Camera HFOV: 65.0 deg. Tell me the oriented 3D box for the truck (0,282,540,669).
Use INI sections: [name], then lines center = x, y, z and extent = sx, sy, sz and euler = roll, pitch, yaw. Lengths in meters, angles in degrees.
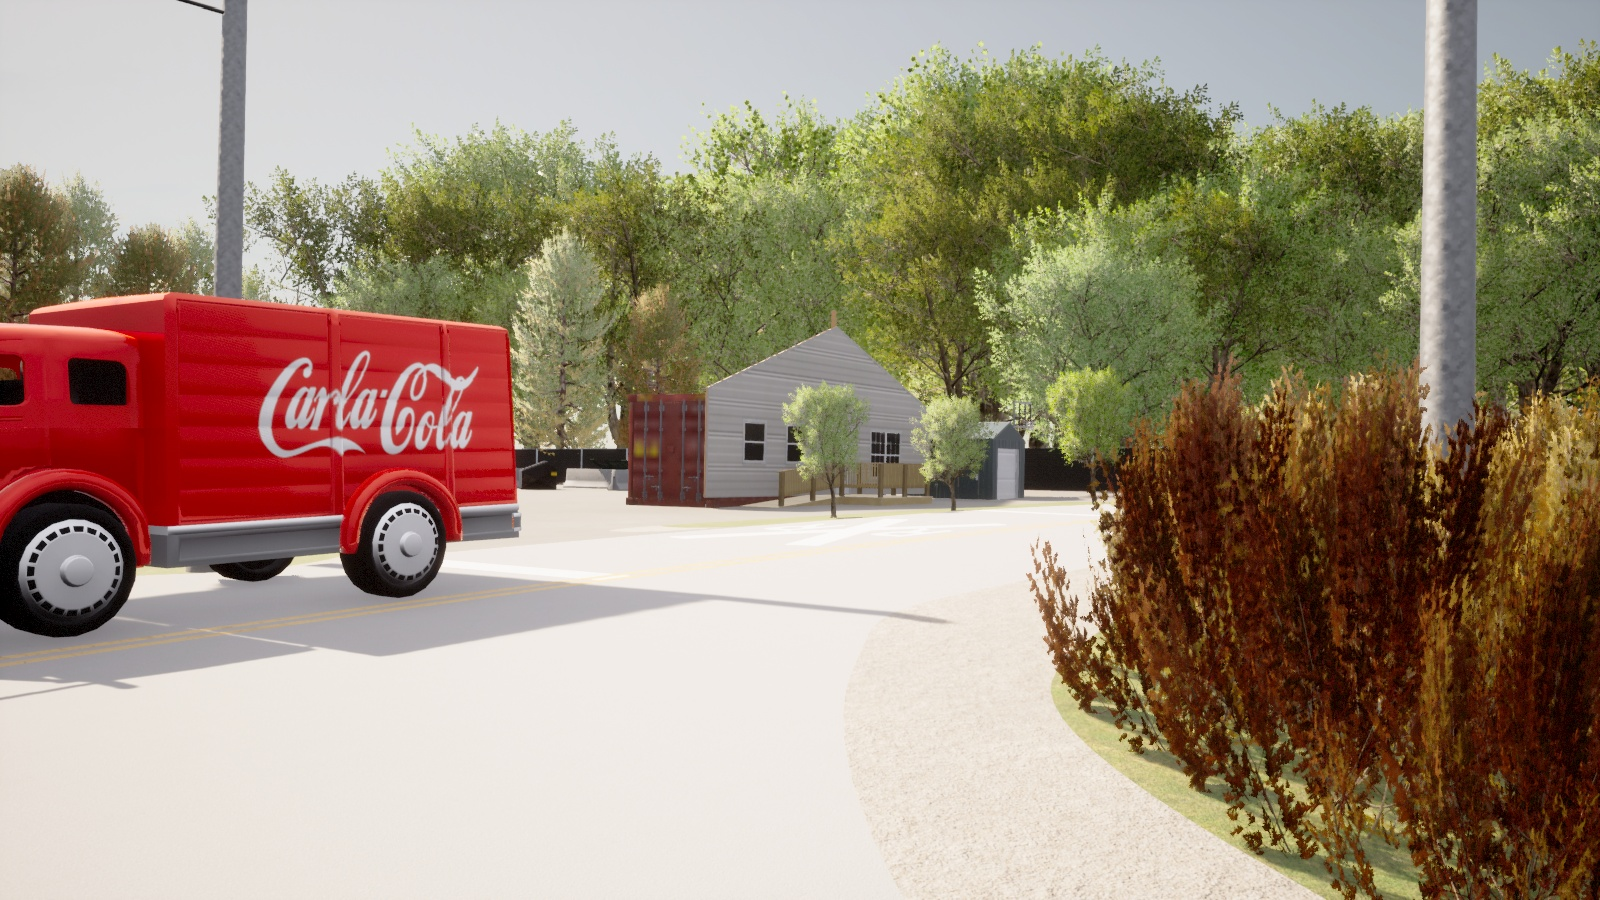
[truck]
center = -5.027, 0.128, 10.451
extent = 2.627, 2.467, 5.204
euler = -1, 1, 34
